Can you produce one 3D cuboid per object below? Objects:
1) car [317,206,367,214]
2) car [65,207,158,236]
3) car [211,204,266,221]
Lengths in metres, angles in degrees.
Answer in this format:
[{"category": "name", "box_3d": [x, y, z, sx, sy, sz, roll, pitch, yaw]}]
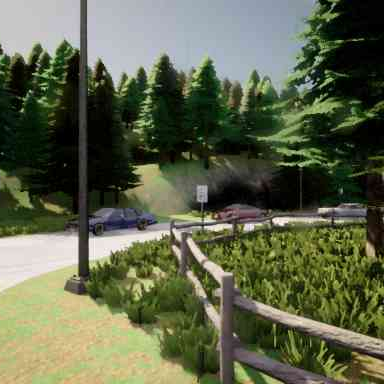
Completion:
[{"category": "car", "box_3d": [13.073, 1.628, 28.034, 4.718, 1.301, 1.895, 0, 0, -6]}, {"category": "car", "box_3d": [-4.400, 1.574, 19.122, 2.033, 1.411, 5.357, 0, 0, 41]}, {"category": "car", "box_3d": [3.550, 1.591, 25.152, 4.181, 1.385, 1.994, 0, 0, -26]}]
